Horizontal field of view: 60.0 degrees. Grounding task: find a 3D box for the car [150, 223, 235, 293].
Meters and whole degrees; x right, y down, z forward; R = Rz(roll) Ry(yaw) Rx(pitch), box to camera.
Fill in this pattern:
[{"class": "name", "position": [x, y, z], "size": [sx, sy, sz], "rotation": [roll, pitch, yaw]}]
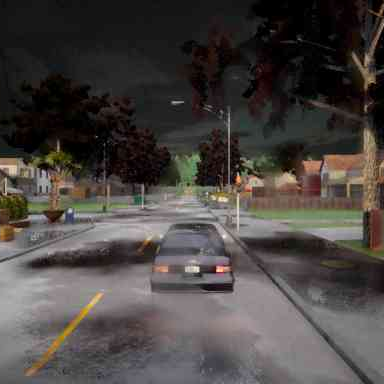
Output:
[{"class": "car", "position": [0.017, 1.547, 8.962], "size": [2.033, 1.411, 5.357], "rotation": [0, 0, 0]}]
